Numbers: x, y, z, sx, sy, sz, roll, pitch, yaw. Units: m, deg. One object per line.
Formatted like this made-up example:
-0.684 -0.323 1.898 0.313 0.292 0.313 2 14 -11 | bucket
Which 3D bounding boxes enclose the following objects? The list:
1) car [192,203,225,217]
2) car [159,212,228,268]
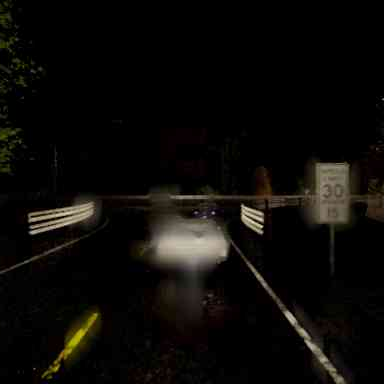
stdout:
1.406 1.515 25.823 1.895 1.301 4.718 0 0 13 | car
0.060 1.564 11.084 1.895 1.301 4.718 0 0 1 | car
